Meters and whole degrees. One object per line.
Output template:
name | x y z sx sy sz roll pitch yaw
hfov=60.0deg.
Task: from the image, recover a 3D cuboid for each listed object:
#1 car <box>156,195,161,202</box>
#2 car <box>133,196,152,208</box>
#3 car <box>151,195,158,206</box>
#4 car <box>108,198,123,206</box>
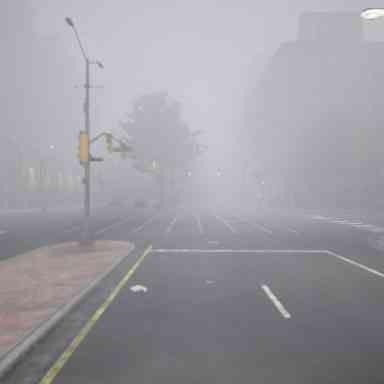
car | -7.997 1.585 72.846 2.150 2.045 5.566 0 0 0
car | -8.079 1.766 52.834 1.837 1.490 4.892 0 0 0
car | -8.031 1.832 62.093 1.812 1.442 4.674 0 0 1
car | -14.747 1.911 64.179 1.895 1.301 4.718 0 0 0
